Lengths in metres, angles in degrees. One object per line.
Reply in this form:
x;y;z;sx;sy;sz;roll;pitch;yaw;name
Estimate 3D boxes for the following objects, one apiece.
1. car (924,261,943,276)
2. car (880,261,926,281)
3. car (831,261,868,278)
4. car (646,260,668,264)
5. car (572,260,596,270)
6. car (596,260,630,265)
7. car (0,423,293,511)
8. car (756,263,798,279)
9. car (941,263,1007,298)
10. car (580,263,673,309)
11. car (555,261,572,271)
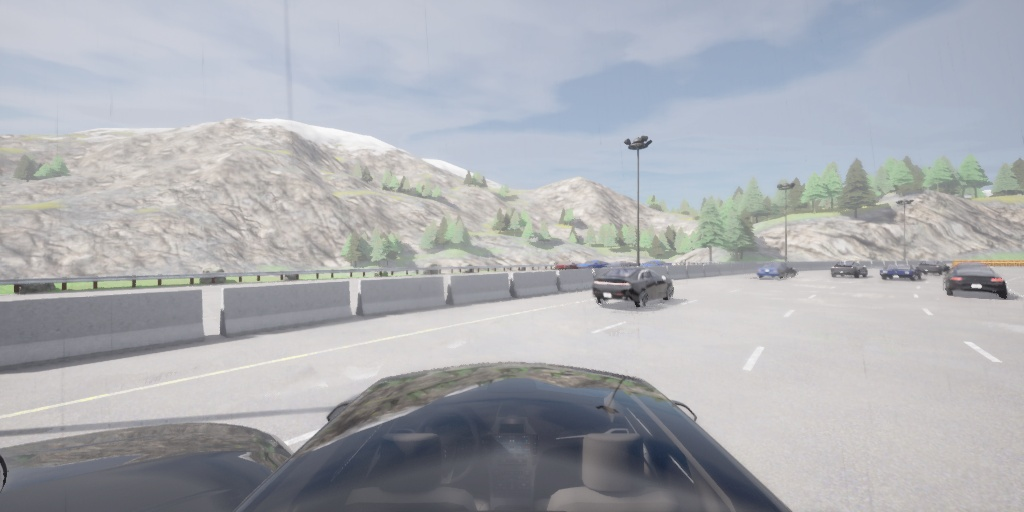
43.305;1.241;36.857;4.902;1.511;2.128;0;0;-31;car
32.302;1.351;29.723;4.718;1.301;1.895;0;0;-35;car
31.368;1.241;33.332;4.902;1.511;2.128;0;0;-35;car
15.518;1.228;39.181;5.008;1.535;1.882;0;0;-38;car
9.981;1.227;43.716;5.008;1.535;1.882;0;0;-39;car
12.421;1.298;41.189;5.357;1.411;2.033;0;0;-38;car
-2.982;1.255;0.515;4.892;1.490;1.837;0;0;-45;car
23.753;1.298;32.093;5.357;1.411;2.033;0;0;-38;car
23.735;1.276;18.483;4.674;1.442;1.812;0;0;-41;car
5.217;1.242;15.160;2.128;1.511;4.902;0;0;43;car
7.755;1.351;46.417;4.718;1.301;1.895;0;0;-39;car
